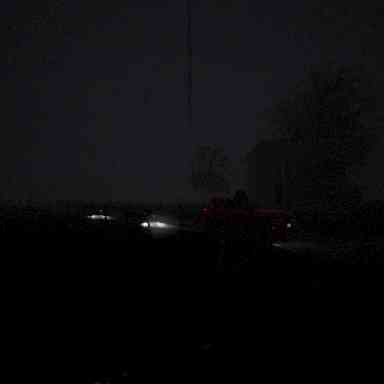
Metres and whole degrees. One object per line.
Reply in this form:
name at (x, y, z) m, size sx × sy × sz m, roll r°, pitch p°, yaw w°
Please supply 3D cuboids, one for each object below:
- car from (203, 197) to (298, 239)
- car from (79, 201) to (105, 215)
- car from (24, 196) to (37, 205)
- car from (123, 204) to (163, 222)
car at (2.973, 1.280, 18.227) m, size 2.150 × 2.045 × 5.566 m, roll 1°, pitch -1°, yaw -38°
car at (-11.104, 1.784, 37.250) m, size 1.837 × 1.490 × 4.892 m, roll 1°, pitch -1°, yaw -36°
car at (-37.447, 2.198, 78.033) m, size 1.837 × 1.490 × 4.892 m, roll 1°, pitch -1°, yaw -36°
car at (-4.148, 1.734, 27.726) m, size 1.994 × 1.385 × 4.181 m, roll 1°, pitch -1°, yaw -36°
